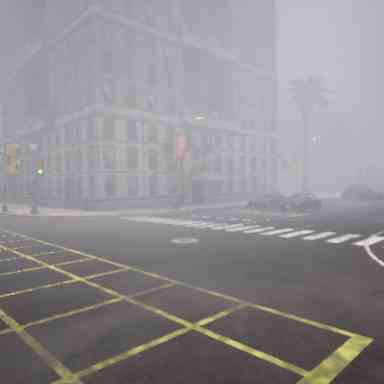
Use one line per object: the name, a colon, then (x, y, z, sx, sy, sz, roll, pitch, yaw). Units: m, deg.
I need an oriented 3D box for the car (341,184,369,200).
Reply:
car: (22.332, -0.062, 45.095, 5.566, 2.045, 2.150, -2, 2, -43)

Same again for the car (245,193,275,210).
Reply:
car: (7.203, 0.833, 30.779, 5.357, 1.411, 2.033, -2, 2, -44)

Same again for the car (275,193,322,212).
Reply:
car: (9.197, 0.825, 27.810, 4.674, 1.442, 1.812, -2, 1, -44)

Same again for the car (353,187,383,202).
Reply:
car: (21.161, 0.450, 39.197, 4.718, 1.301, 1.895, -2, 1, -43)
